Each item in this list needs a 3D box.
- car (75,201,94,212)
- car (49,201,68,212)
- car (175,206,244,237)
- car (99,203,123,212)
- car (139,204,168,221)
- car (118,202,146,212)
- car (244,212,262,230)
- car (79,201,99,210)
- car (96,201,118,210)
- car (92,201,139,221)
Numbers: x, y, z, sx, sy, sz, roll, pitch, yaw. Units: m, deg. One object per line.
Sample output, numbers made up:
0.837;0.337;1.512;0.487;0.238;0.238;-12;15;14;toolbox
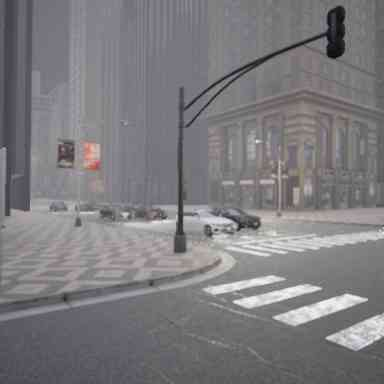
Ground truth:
-15.810;2.238;49.238;1.994;1.385;4.181;1;-1;-35;car
-19.726;2.173;49.177;1.837;1.490;4.892;1;-1;-35;car
0.687;1.785;20.235;1.812;1.442;4.674;1;-1;-35;car
-12.109;2.297;49.761;1.895;1.301;4.718;1;-1;-35;car
-4.090;2.013;32.587;1.994;1.385;4.181;1;-1;-35;car
-9.344;2.279;51.429;2.033;1.411;5.357;1;-1;-35;car
2.651;1.790;23.090;1.882;1.535;5.008;1;-1;-34;car
-17.995;2.299;57.977;1.837;1.490;4.892;1;-1;-35;car
-15.344;2.379;59.856;2.033;1.411;5.357;1;-1;-35;car
-7.312;1.913;31.514;2.128;1.511;4.902;1;-1;-35;car
